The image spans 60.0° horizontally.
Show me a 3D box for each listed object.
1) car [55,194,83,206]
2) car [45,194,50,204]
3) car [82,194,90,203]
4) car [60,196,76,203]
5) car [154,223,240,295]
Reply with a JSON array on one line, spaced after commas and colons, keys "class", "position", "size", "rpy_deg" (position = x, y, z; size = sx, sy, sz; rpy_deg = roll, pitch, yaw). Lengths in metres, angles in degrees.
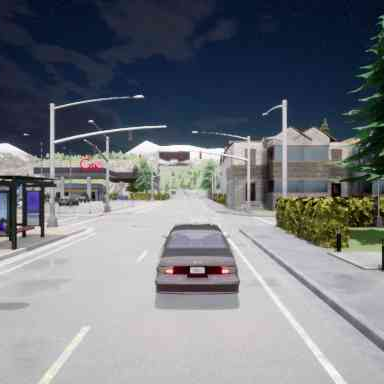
[{"class": "car", "position": [-18.882, 1.490, 51.105], "size": [2.007, 1.523, 4.514], "rpy_deg": [0, 0, 0]}, {"class": "car", "position": [-25.842, 1.289, 61.103], "size": [1.932, 1.855, 4.605], "rpy_deg": [0, 0, 0]}, {"class": "car", "position": [-22.571, 1.268, 68.977], "size": [1.905, 1.878, 3.866], "rpy_deg": [0, 0, 0]}, {"class": "car", "position": [-25.896, 1.552, 69.582], "size": [1.970, 1.475, 3.806], "rpy_deg": [0, 0, 0]}, {"class": "car", "position": [0.107, 1.547, 8.895], "size": [2.033, 1.411, 5.357], "rpy_deg": [0, 0, 0]}]
